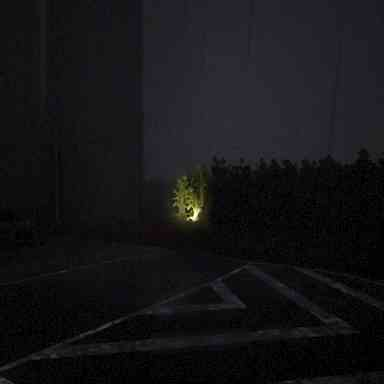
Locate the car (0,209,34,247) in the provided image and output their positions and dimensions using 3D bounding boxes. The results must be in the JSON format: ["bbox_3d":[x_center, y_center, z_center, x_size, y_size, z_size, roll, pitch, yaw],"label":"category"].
[{"bbox_3d":[-8.487,1.483,13.030,1.851,1.617,3.988,0,0,35],"label":"car"}]

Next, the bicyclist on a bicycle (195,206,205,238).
[{"bbox_3d":[0.630,1.518,16.081,1.656,1.620,0.582,5,3,43],"label":"bicyclist on a bicycle"}]
